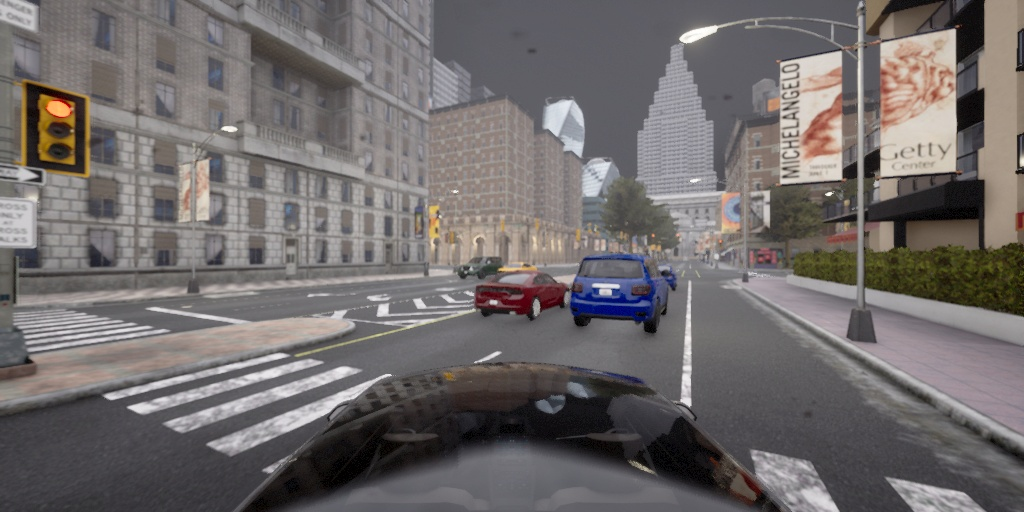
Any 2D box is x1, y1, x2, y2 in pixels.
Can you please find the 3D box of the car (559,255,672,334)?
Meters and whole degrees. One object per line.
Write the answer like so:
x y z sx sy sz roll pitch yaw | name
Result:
3.509 0.987 11.091 2.150 2.045 5.566 0 0 27 | car

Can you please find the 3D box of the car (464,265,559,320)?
0.564 1.242 12.873 1.882 1.535 5.008 0 0 27 | car

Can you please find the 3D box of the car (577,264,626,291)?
6.108 1.334 23.956 2.033 1.411 5.357 0 0 26 | car

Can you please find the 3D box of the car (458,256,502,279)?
-2.631 1.028 32.434 2.150 2.045 5.566 0 0 26 | car

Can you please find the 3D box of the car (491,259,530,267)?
0.468 1.272 30.807 1.882 1.535 5.008 0 0 26 | car

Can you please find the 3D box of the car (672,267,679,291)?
9.344 1.267 22.606 1.882 1.535 5.008 0 0 26 | car
